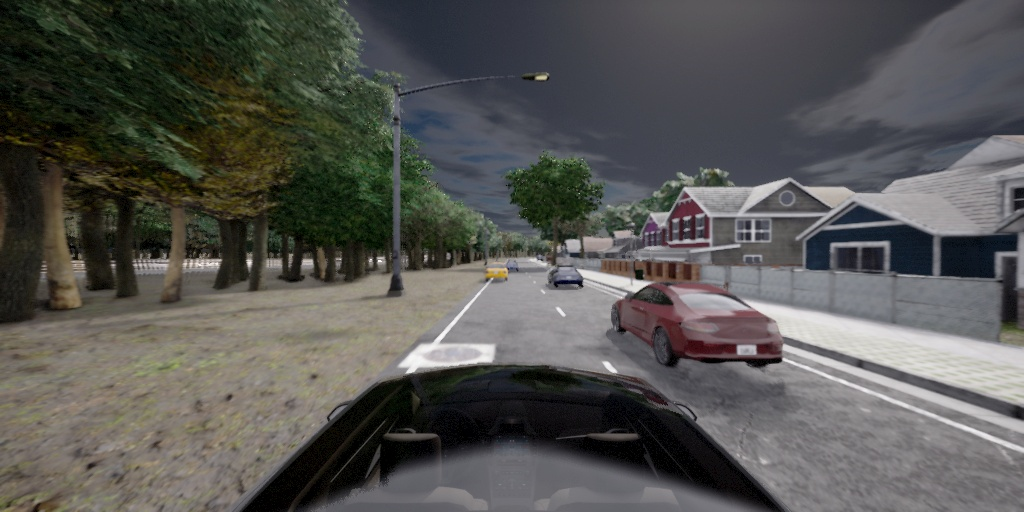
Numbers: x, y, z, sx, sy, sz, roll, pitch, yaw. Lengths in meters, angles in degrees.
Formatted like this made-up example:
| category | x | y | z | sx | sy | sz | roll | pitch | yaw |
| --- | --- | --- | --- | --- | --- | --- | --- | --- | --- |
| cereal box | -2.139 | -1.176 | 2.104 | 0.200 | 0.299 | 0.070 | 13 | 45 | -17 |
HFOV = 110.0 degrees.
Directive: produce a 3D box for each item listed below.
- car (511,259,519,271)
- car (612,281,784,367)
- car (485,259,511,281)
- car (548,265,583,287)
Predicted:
| category | x | y | z | sx | sy | sz | roll | pitch | yaw |
| --- | --- | --- | --- | --- | --- | --- | --- | --- | --- |
| car | -0.006 | 1.374 | 49.222 | 2.033 | 1.411 | 5.357 | 0 | 0 | 0 |
| car | 3.598 | 1.275 | 7.801 | 1.812 | 1.442 | 4.674 | 0 | 0 | 0 |
| car | -1.233 | 1.228 | 30.033 | 1.801 | 1.575 | 5.366 | 0 | 0 | 0 |
| car | 3.593 | 1.327 | 24.579 | 1.994 | 1.385 | 4.181 | 0 | 0 | 0 |
